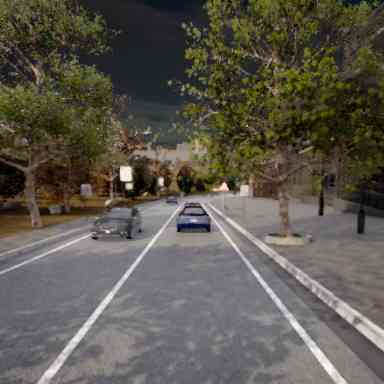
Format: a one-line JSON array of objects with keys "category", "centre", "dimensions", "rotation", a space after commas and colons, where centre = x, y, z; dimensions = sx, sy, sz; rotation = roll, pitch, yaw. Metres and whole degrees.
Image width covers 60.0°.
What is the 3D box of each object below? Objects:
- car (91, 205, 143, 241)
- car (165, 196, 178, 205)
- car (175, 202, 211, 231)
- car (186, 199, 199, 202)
[{"category": "car", "centre": [-3.604, 1.474, 16.692], "dimensions": [1.837, 1.490, 4.892], "rotation": [0, 0, 0]}, {"category": "car", "centre": [-3.473, 1.438, 57.856], "dimensions": [2.033, 1.411, 5.357], "rotation": [0, 0, 2]}, {"category": "car", "centre": [0.094, 1.526, 20.207], "dimensions": [1.994, 1.385, 4.181], "rotation": [0, 0, 0]}, {"category": "car", "centre": [0.089, 1.526, 40.361], "dimensions": [1.895, 1.301, 4.718], "rotation": [0, 0, 0]}]
